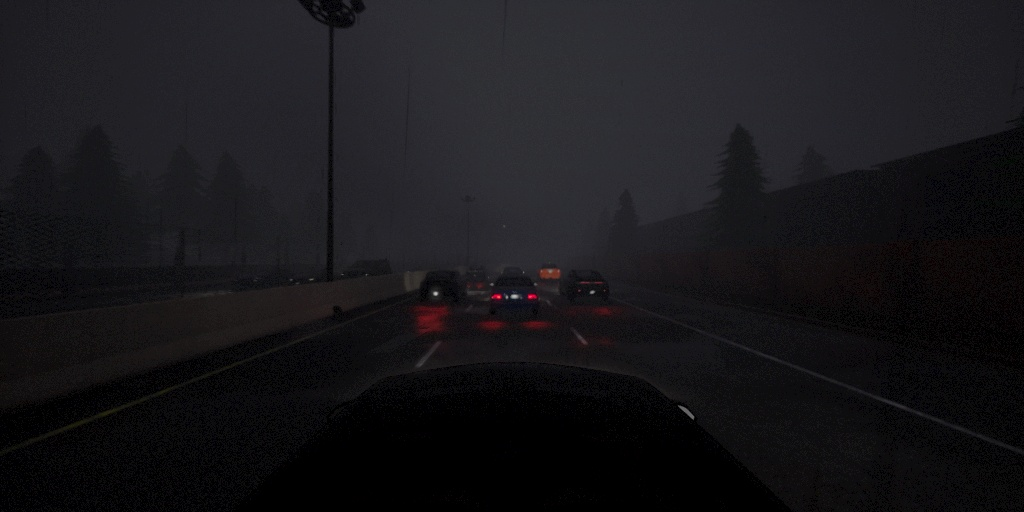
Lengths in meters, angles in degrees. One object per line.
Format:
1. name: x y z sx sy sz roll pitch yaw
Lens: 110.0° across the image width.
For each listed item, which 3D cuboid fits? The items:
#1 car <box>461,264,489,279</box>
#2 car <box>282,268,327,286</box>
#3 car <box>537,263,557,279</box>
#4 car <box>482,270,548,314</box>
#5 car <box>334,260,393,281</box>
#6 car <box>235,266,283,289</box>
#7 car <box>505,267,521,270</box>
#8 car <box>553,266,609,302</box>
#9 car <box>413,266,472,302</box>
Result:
1. car: -3.437 1.654 35.626 2.128 1.511 4.902 0 -1 0
2. car: -14.125 1.577 26.029 1.812 1.442 4.674 0 -1 0
3. car: 3.563 1.508 35.343 2.097 1.767 4.553 0 -1 0
4. car: 0.085 1.454 14.654 2.033 1.411 5.357 0 -1 0
5. car: -10.626 1.278 26.587 2.150 2.045 5.566 0 -1 0
6. car: -17.625 1.531 26.033 1.882 1.535 5.008 0 -1 0
7. car: 0.068 1.644 30.321 2.033 1.411 5.357 0 -1 0
8. car: 3.581 1.442 18.398 2.128 1.511 4.902 0 -1 0
9. car: -3.419 1.460 18.493 1.837 1.490 4.892 0 -1 0
